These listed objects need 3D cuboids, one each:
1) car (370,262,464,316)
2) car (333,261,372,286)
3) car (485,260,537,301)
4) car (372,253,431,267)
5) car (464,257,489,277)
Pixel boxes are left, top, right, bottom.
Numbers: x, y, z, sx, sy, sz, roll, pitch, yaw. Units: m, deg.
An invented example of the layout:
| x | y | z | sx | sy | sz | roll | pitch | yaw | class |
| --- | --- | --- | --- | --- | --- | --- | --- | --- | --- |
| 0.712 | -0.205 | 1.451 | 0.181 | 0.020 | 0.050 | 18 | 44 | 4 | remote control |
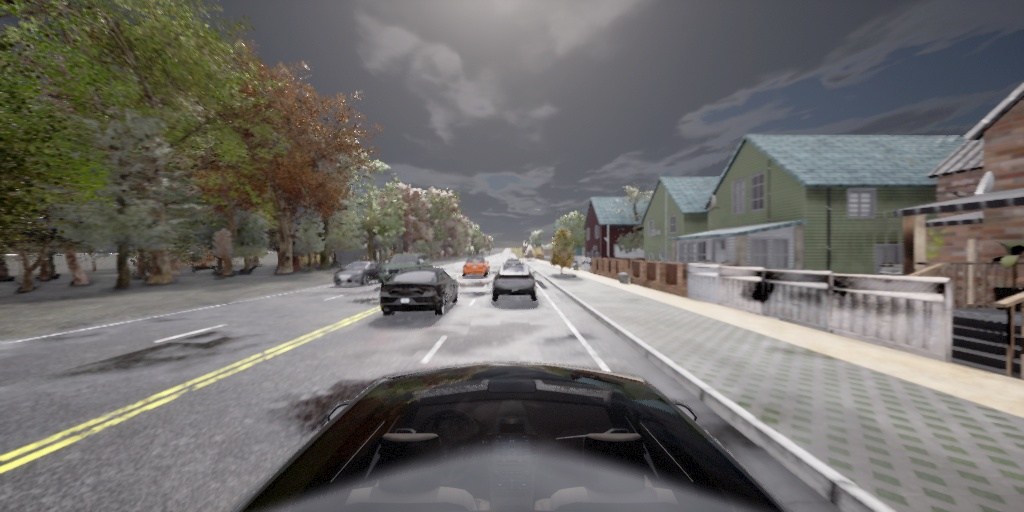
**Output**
| x | y | z | sx | sy | sz | roll | pitch | yaw | class |
| --- | --- | --- | --- | --- | --- | --- | --- | --- | --- |
| -3.149 | 1.154 | 13.036 | 1.882 | 1.535 | 5.008 | 0 | 0 | 0 | car |
| -9.837 | 1.103 | 23.487 | 2.128 | 1.511 | 4.902 | 0 | 0 | 0 | car |
| 0.102 | 1.140 | 16.545 | 2.128 | 1.511 | 4.902 | 0 | 0 | 0 | car |
| -6.588 | 0.833 | 22.816 | 2.150 | 2.045 | 5.566 | 0 | 1 | 0 | car |
| -3.145 | 0.893 | 32.414 | 2.097 | 1.767 | 4.553 | 0 | 1 | 0 | car |
